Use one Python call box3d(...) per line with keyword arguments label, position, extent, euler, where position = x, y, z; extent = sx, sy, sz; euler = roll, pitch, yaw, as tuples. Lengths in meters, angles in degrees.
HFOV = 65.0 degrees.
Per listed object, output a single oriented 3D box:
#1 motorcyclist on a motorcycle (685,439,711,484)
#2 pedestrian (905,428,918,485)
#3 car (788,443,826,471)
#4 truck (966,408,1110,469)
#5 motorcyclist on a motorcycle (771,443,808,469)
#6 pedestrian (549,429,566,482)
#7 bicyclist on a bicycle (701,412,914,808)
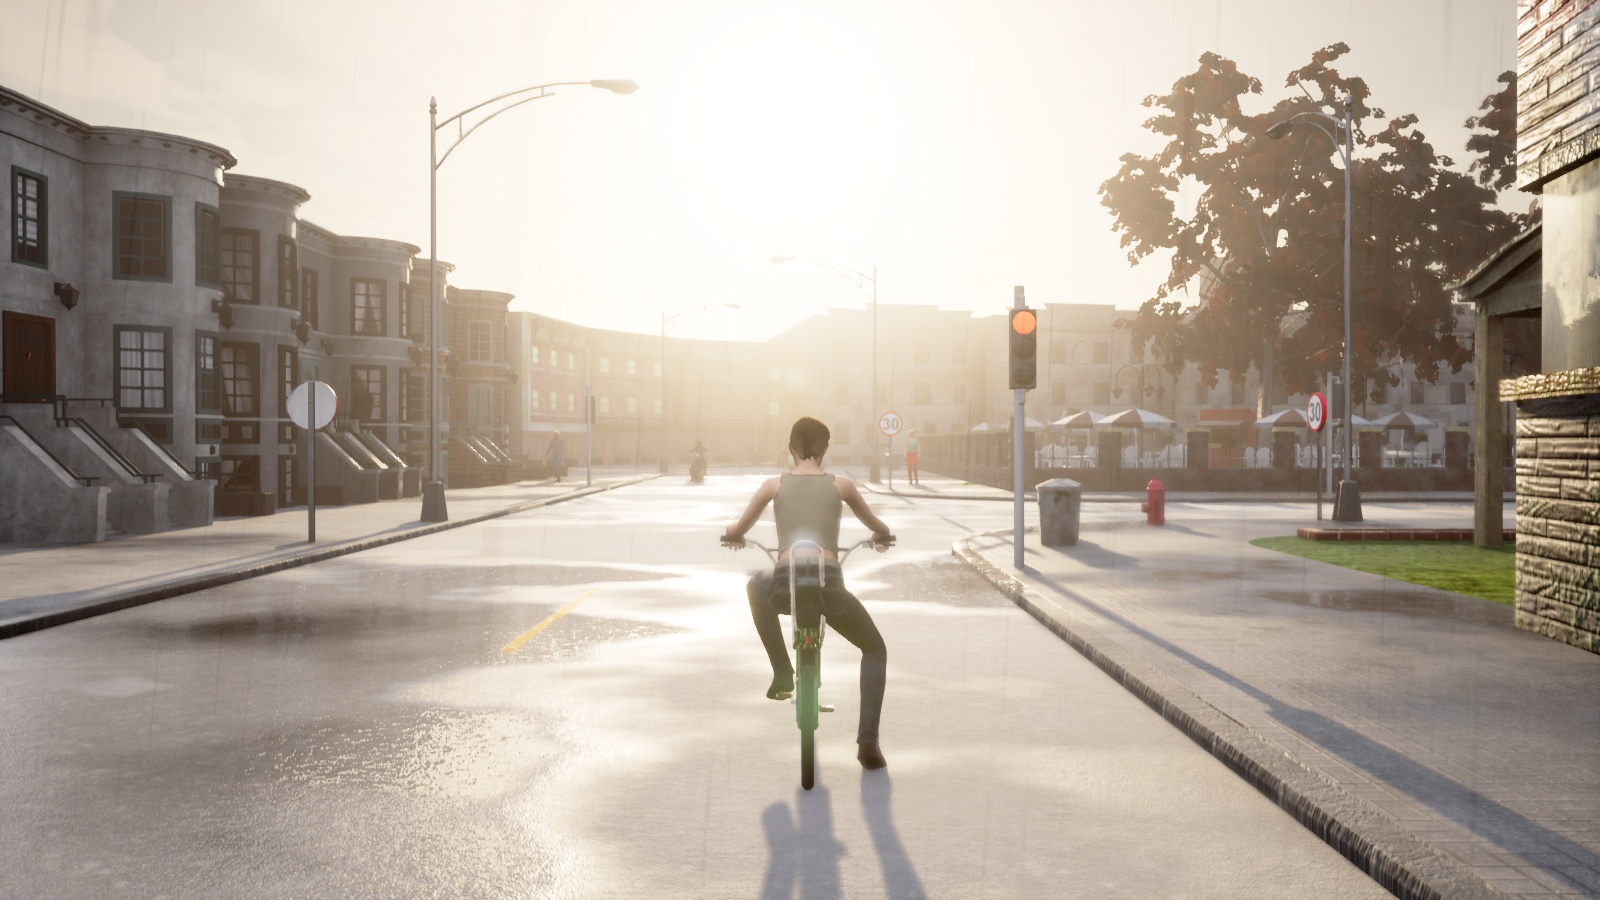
box3d(label="motorcyclist on a motorcycle", position=(-3.778, 0.409, 46.841), extent=(0.766, 1.649, 2.350), euler=(0, 1, 0))
box3d(label="pedestrian", position=(3.630, 0.211, 40.734), extent=(0.345, 1.836, 0.594), euler=(0, 0, 13))
box3d(label="car", position=(0.412, 0.366, 67.036), extent=(1.812, 1.442, 4.674), euler=(0, 0, 4))
box3d(label="truck", position=(13.932, -0.674, 74.015), extent=(7.936, 3.462, 2.891), euler=(0, 0, 0))
box3d(label="motorcyclist on a motorcycle", position=(-0.630, 0.328, 74.740), extent=(2.191, 1.530, 0.866), euler=(0, 2, -43))
box3d(label="pedestrian", position=(-8.484, 0.176, 43.986), extent=(0.354, 1.836, 0.706), euler=(0, 0, 10))
box3d(label="bicyclist on a bicycle", position=(0.037, 0.647, 5.874), extent=(0.866, 1.612, 1.509), euler=(0, 0, 0))
